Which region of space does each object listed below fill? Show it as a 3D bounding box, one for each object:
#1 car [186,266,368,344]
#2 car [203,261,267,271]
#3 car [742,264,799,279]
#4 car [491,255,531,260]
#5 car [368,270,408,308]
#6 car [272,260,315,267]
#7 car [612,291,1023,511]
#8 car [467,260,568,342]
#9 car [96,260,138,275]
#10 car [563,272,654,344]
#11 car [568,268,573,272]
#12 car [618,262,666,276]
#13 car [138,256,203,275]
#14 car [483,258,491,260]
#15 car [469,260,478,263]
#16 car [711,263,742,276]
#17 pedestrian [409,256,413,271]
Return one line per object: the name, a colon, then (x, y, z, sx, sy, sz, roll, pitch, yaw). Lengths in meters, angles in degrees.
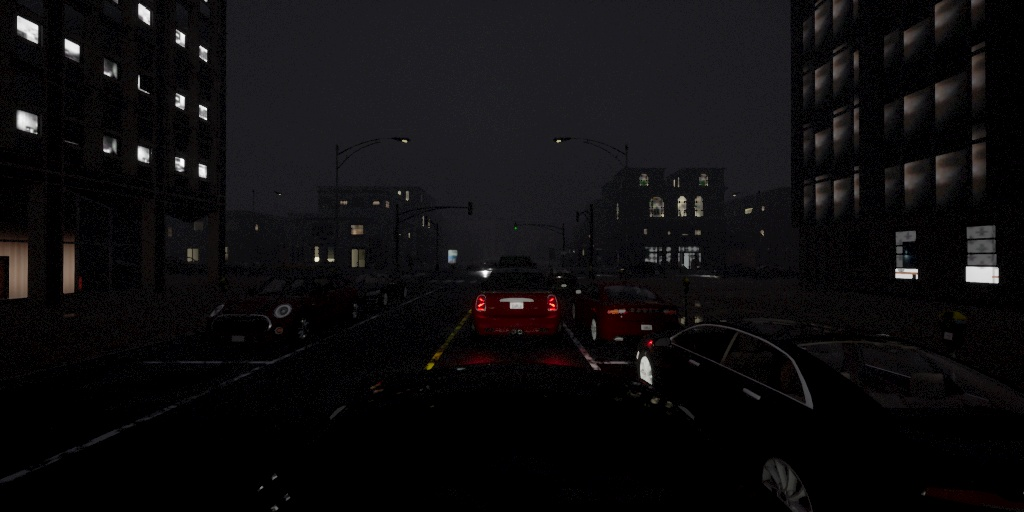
car: (-5.685, 1.190, 9.433, 1.967, 1.591, 4.097, 0, 0, 0)
car: (-25.392, 1.177, 33.218, 4.403, 1.370, 2.007, 0, 0, 1)
car: (23.665, 1.433, 32.391, 4.207, 1.307, 1.802, 0, 0, 1)
car: (0.134, 0.973, 20.110, 2.150, 2.045, 5.566, 0, 0, -1)
car: (-5.681, 1.302, 15.125, 2.007, 1.370, 4.403, 0, 0, 0)
car: (-25.425, 1.197, 41.600, 4.829, 1.417, 1.751, 0, 0, 1)
car: (2.692, 1.301, 3.718, 2.007, 1.370, 4.403, 0, 0, 0)
car: (0.105, 1.103, 9.957, 2.097, 1.767, 4.553, 0, 0, 0)
car: (-36.465, 1.130, 33.396, 4.403, 1.370, 2.007, 0, 0, 1)
car: (2.696, 1.296, 9.409, 1.888, 1.381, 4.507, 0, 0, 0)
car: (2.704, 1.302, 20.794, 2.007, 1.370, 4.403, 0, 0, 0)
car: (13.813, 1.339, 38.372, 4.892, 1.490, 1.837, 0, 0, 1)
car: (-30.928, 0.917, 33.307, 5.009, 1.841, 2.192, 0, 0, 1)
car: (-3.036, 1.357, 52.057, 1.895, 1.301, 4.718, 0, 0, 0)
car: (-5.652, 1.338, 53.203, 1.802, 1.307, 4.207, 0, 0, 0)
car: (23.659, 1.446, 38.213, 4.181, 1.385, 1.994, 0, 0, 2)
pedestrian: (-12.520, 0.884, 44.342, 0.375, 1.860, 0.375, 0, -1, 1)
